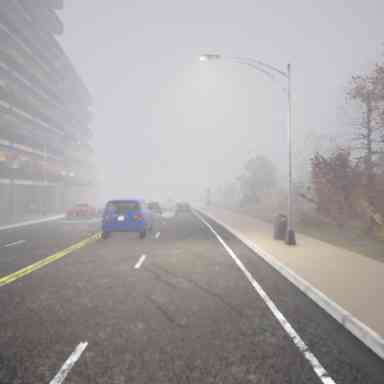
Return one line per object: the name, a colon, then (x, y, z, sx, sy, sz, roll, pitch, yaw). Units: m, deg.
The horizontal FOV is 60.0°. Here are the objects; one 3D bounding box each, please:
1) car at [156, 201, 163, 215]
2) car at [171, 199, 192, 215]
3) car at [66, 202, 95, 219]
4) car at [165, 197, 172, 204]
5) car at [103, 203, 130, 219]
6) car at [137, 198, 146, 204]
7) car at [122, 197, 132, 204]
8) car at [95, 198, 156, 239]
car: (-4.319, 1.799, 38.087, 1.812, 1.442, 4.674, 0, 0, -3)
car: (-1.007, 1.786, 37.287, 2.033, 1.411, 5.357, 0, 0, -3)
car: (-10.721, 1.776, 32.546, 1.882, 1.535, 5.008, 0, -1, -3)
car: (-5.472, 2.037, 80.635, 1.812, 1.442, 4.674, -1, 0, -8)
car: (-7.509, 1.839, 33.407, 1.994, 1.385, 4.181, 0, 0, -3)
car: (-11.168, 2.011, 74.440, 1.895, 1.301, 4.718, -1, 0, -8)
car: (-14.392, 1.970, 74.030, 1.812, 1.442, 4.674, -1, 0, -8)
car: (-3.455, 1.371, 18.482, 2.150, 2.045, 5.566, 0, 0, -2)
